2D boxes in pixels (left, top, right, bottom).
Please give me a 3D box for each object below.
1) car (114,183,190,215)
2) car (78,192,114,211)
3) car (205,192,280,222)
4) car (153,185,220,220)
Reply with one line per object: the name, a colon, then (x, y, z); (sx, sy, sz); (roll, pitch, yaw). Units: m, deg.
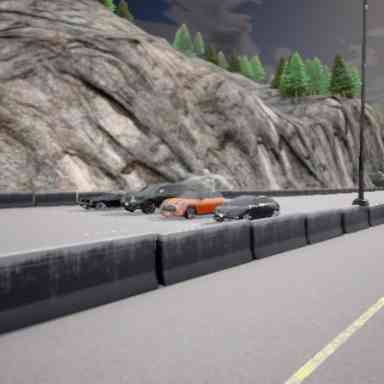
car: (-2.226, 0.383, 23.104); (2.150, 2.045, 5.566); (3, 3, 44)
car: (-5.820, 0.646, 24.425); (1.895, 1.301, 4.718); (3, 3, 44)
car: (3.163, 0.926, 18.635); (1.837, 1.490, 4.892); (3, 3, 44)
car: (0.190, 0.647, 20.575); (2.097, 1.767, 4.553); (3, 3, 44)
